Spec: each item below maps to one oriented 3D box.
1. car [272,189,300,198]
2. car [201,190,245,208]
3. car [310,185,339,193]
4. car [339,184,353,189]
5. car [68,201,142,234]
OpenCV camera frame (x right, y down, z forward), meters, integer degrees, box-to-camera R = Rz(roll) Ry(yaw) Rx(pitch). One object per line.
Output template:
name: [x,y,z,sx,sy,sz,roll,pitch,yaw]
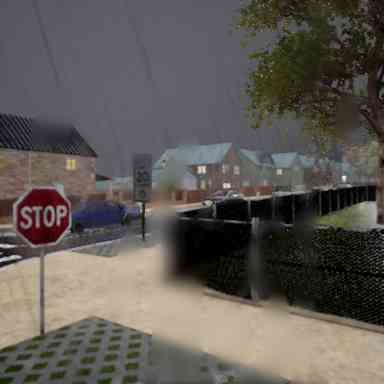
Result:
car: [11.010,0.251,38.921,1.895,1.301,4.718,-1,1,36]
car: [2.655,0.638,27.457,2.128,1.511,4.902,-1,2,36]
car: [15.911,-0.045,40.703,2.128,1.511,4.902,-1,2,36]
car: [23.510,-0.494,51.182,2.128,1.511,4.902,-1,1,36]
car: [-4.936,1.159,17.002,2.033,1.411,5.357,-1,2,36]
